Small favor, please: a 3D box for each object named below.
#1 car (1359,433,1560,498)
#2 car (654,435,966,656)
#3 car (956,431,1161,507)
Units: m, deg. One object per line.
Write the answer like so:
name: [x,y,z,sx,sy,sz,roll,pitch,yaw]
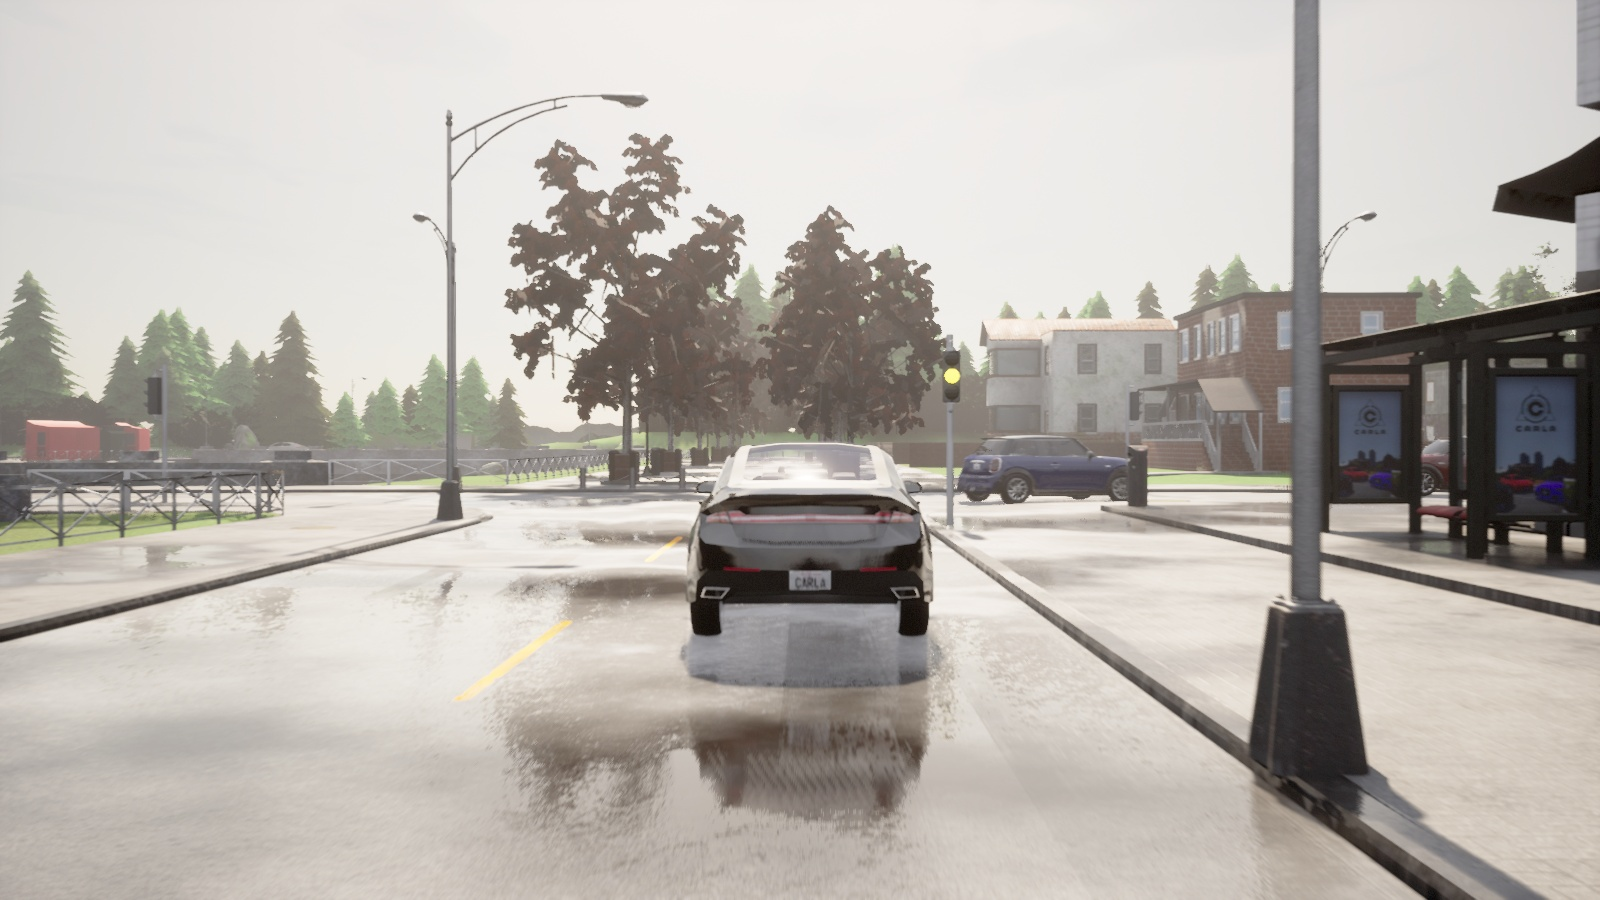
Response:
car: [18.503,0.420,35.375,4.553,1.767,2.097,0,0,1]
car: [0.079,0.641,11.030,2.128,1.511,4.902,0,0,0]
car: [6.385,0.435,31.138,4.553,1.767,2.097,0,0,-20]
